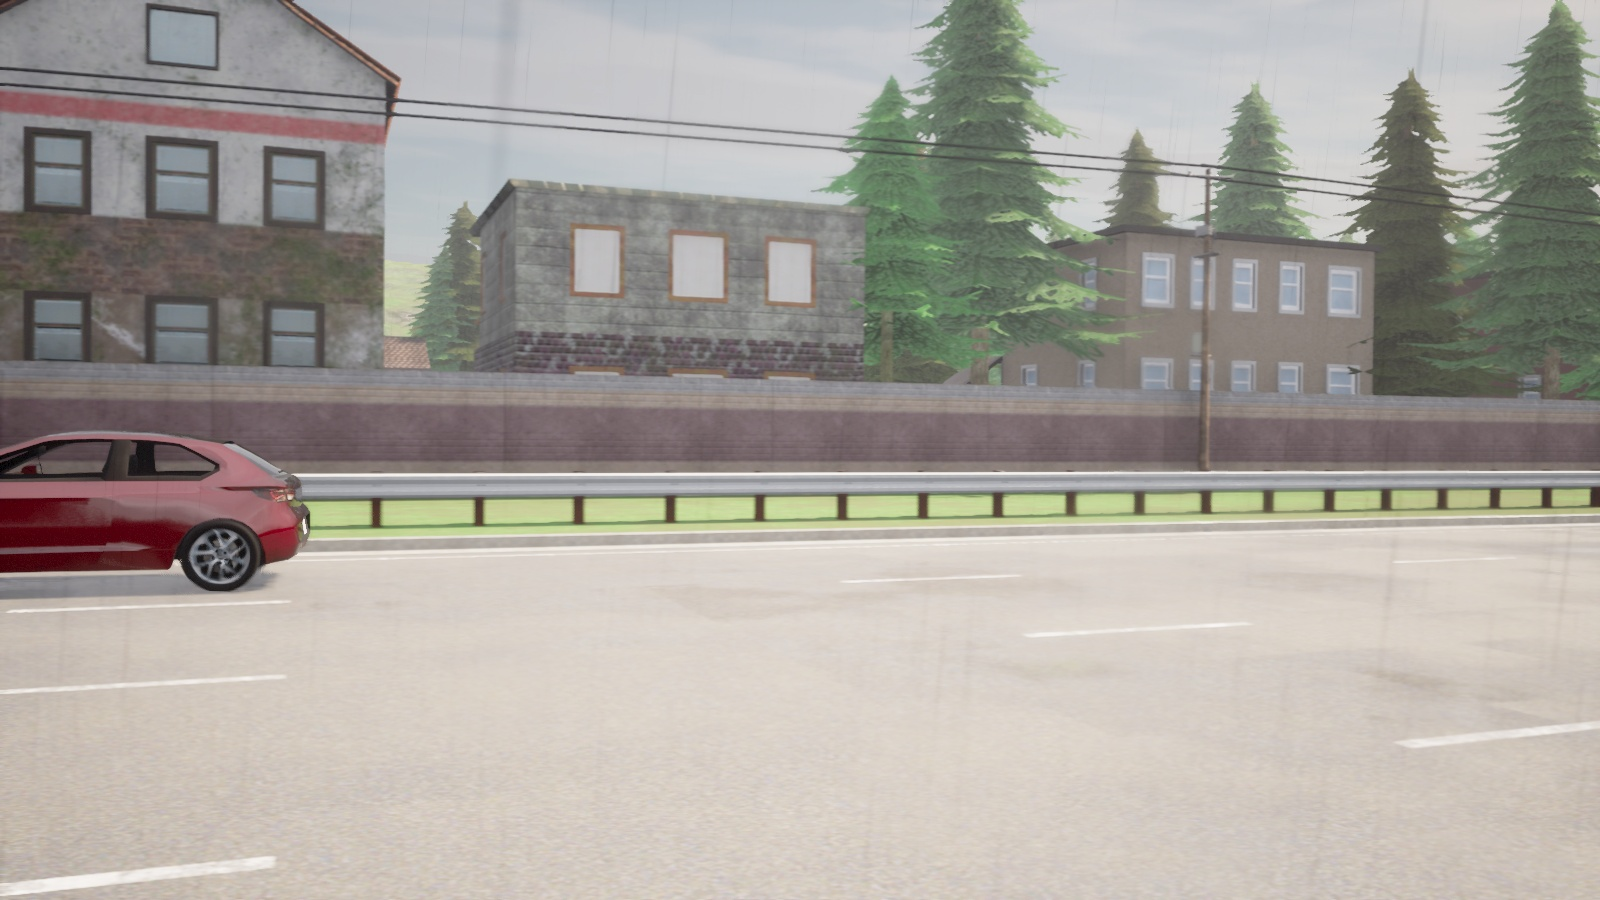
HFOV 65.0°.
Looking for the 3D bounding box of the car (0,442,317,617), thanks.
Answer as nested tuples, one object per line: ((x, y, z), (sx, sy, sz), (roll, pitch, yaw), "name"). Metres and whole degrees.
((-6.863, 0.694, 11.806), (4.193, 1.474, 1.816), (-1, 1, -17), "car")
